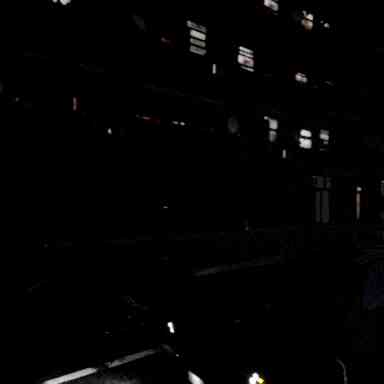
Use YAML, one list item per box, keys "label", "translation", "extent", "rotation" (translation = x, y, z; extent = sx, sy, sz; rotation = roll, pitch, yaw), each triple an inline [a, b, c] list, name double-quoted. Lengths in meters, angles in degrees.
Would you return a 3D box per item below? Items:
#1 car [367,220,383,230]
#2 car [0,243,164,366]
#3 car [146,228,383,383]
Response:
- label: "car"
  translation: [7.335, 1.610, 11.783]
  extent: [4.206, 1.307, 1.802]
  rotation: [0, 1, -36]
- label: "car"
  translation: [-1.879, 1.569, 5.209]
  extent: [4.313, 1.339, 1.947]
  rotation: [0, 1, -36]
- label: "car"
  translation: [2.214, 1.558, 4.957]
  extent: [5.357, 1.411, 2.033]
  rotation: [0, 0, -35]
